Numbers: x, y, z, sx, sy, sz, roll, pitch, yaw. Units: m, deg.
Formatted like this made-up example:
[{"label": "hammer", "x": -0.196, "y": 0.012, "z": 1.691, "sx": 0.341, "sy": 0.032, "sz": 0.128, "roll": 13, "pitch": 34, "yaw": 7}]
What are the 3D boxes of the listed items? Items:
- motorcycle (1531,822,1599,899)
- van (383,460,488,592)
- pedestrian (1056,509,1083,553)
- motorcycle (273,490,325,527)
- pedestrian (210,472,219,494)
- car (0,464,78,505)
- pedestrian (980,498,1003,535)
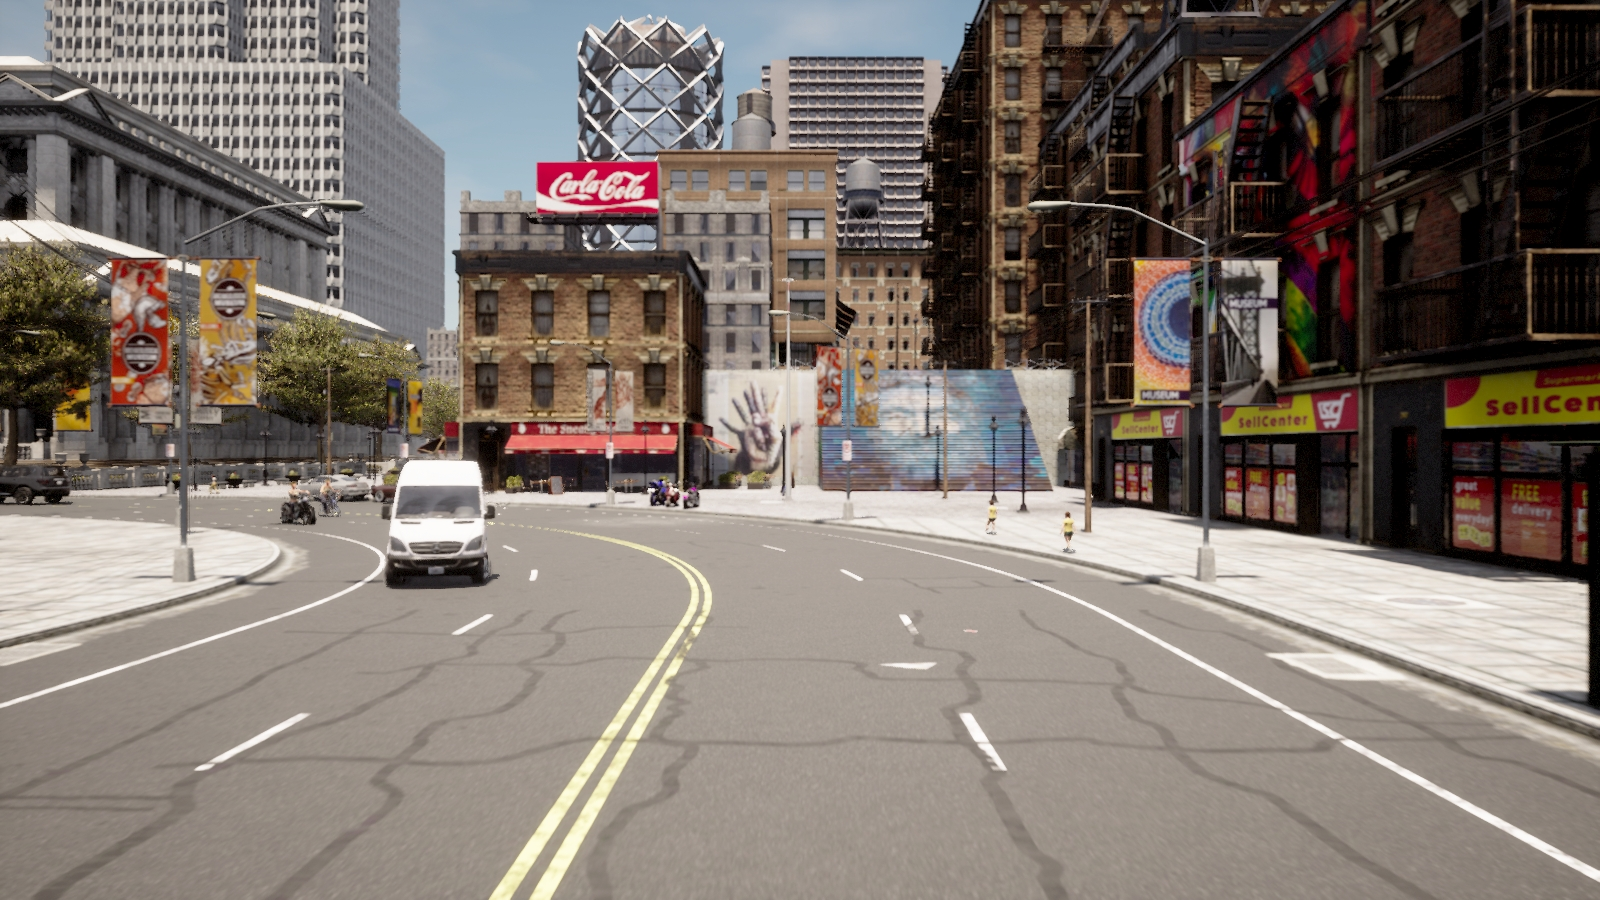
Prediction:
[{"label": "motorcycle", "x": 3.500, "y": 2.182, "z": 3.896, "sx": 0.856, "sy": 1.236, "sz": 1.805, "roll": 0, "pitch": 0, "yaw": 0}, {"label": "van", "x": -8.049, "y": 1.534, "z": 25.683, "sx": 1.988, "sy": 2.561, "sz": 5.915, "roll": 0, "pitch": 0, "yaw": -15}, {"label": "pedestrian", "x": 6.938, "y": 2.076, "z": 29.445, "sx": 0.500, "sy": 1.100, "sz": 0.500, "roll": 0, "pitch": 0, "yaw": -19}, {"label": "motorcycle", "x": -18.772, "y": 2.170, "z": 42.796, "sx": 2.356, "sy": 1.277, "sz": 0.764, "roll": 0, "pitch": 1, "yaw": 39}, {"label": "pedestrian", "x": -34.987, "y": 1.976, "z": 68.278, "sx": 0.375, "sy": 1.300, "sz": 0.375, "roll": 0, "pitch": 0, "yaw": 1}, {"label": "car", "x": -40.674, "y": 1.778, "z": 59.114, "sx": 5.566, "sy": 2.045, "sz": 2.150, "roll": 0, "pitch": 0, "yaw": 8}, {"label": "pedestrian", "x": 5.975, "y": 2.076, "z": 35.643, "sx": 0.500, "sy": 1.100, "sz": 0.500, "roll": 0, "pitch": 0, "yaw": -20}]
